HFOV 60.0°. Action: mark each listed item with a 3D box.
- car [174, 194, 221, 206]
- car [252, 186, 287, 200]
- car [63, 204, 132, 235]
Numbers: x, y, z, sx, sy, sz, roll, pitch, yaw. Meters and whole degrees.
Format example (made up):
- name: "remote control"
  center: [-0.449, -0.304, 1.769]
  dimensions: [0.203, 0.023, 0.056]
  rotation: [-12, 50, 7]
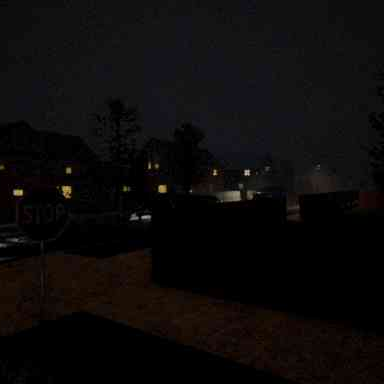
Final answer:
- name: "car"
  center: [0.480, 0.967, 25.168]
  dimensions: [1.837, 1.490, 4.892]
  rotation: [-1, 1, 36]
- name: "car"
  center: [8.531, 0.356, 36.398]
  dimensions: [2.150, 2.045, 5.566]
  rotation: [-1, 1, 35]
- name: "car"
  center: [-5.406, 1.306, 16.952]
  dimensions: [1.895, 1.301, 4.718]
  rotation: [-1, 1, 36]
